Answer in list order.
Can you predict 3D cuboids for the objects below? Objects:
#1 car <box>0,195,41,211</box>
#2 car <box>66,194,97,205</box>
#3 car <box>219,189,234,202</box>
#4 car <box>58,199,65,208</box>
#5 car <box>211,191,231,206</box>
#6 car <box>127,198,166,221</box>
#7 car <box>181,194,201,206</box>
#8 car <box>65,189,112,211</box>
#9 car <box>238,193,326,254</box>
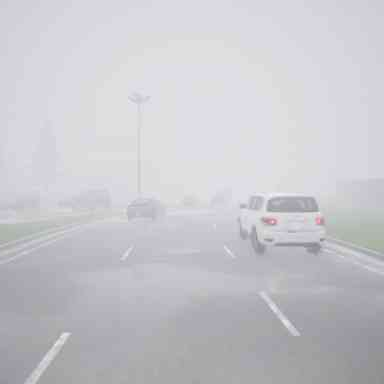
[{"bbox_3d":[-17.131,1.072,33.352,1.812,1.442,4.674,0,1,11],"label":"car"},{"bbox_3d":[-14.941,0.975,45.330,1.895,1.301,4.718,0,1,10],"label":"car"},{"bbox_3d":[5.397,0.462,52.921,2.150,2.045,5.566,0,1,10],"label":"car"},{"bbox_3d":[-12.951,1.058,36.683,1.994,1.385,4.181,0,1,10],"label":"car"},{"bbox_3d":[3.475,0.898,42.119,1.837,1.490,4.892,0,0,10],"label":"car"},{"bbox_3d":[-3.118,1.161,23.452,2.128,1.511,4.902,0,1,7],"label":"car"},{"bbox_3d":[-0.059,0.962,42.237,1.994,1.385,4.181,0,1,10],"label":"car"},{"bbox_3d":[-9.999,0.758,33.379,2.150,2.045,5.566,0,1,11],"label":"car"},{"bbox_3d":[3.161,1.034,12.748,2.150,2.045,5.566,0,1,0],"label":"car"}]
